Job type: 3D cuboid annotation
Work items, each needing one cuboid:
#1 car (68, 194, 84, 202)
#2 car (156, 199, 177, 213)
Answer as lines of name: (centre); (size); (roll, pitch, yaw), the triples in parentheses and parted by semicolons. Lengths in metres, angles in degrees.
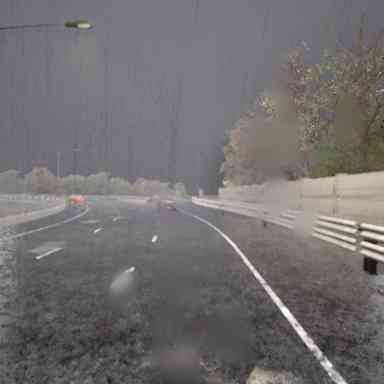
car: (-25.016, 1.267, 71.575); (2.097, 1.767, 4.553); (0, 0, -36)
car: (-2.843, 1.518, 36.981); (1.812, 1.442, 4.674); (0, 0, -12)
